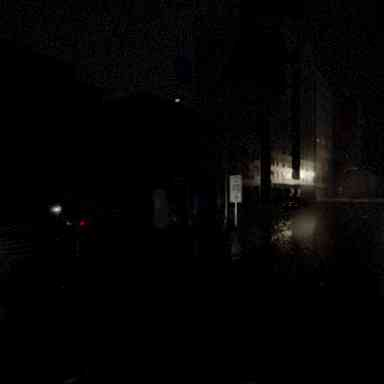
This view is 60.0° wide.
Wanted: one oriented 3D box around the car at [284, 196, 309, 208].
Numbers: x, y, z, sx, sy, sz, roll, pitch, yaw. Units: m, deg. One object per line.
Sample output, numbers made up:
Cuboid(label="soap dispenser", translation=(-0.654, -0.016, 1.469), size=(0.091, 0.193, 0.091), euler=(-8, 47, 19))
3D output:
Cuboid(label="car", translation=(14.264, 1.362, 45.323), size=(1.837, 1.490, 4.892), euler=(0, -1, 36))

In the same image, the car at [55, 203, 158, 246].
Cuboid(label="car", translation=(-3.679, 1.265, 15.015), size=(2.097, 1.767, 4.553), euler=(0, 0, 35))

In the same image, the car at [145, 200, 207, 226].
Cuboid(label="car", translation=(-0.992, 1.409, 23.911), size=(1.837, 1.490, 4.892), euler=(0, 0, 35))

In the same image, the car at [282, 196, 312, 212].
Cuboid(label="car", translation=(11.599, 1.412, 36.567), size=(2.033, 1.411, 5.357), euler=(0, 0, 35))
